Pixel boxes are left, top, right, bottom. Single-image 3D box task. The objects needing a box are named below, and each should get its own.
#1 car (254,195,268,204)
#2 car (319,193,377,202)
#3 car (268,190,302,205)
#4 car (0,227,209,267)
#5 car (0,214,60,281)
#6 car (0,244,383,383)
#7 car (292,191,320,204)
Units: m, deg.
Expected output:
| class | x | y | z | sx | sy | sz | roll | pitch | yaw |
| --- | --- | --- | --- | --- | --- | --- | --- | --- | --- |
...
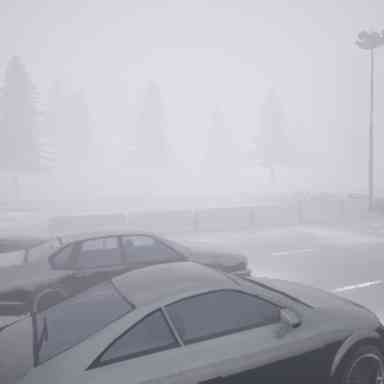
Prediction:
| class | x | y | z | sx | sy | sz | roll | pitch | yaw |
| --- | --- | --- | --- | --- | --- | --- | --- | --- | --- |
| car | 9.648 | 0.664 | 39.088 | 4.718 | 1.301 | 1.895 | -2 | 1 | -25 |
| car | 14.026 | 0.793 | 29.547 | 4.718 | 1.301 | 1.895 | -2 | 1 | -25 |
| car | 11.166 | 0.582 | 35.932 | 5.008 | 1.535 | 1.882 | -2 | 1 | -25 |
| car | -1.451 | 1.442 | 6.752 | 5.357 | 1.411 | 2.033 | -1 | 1 | -25 |
| car | -5.912 | 1.426 | 8.274 | 4.674 | 1.442 | 1.812 | -1 | 1 | -29 |
| car | 0.122 | 1.501 | 3.538 | 4.181 | 1.385 | 1.994 | -1 | 1 | -26 |
| car | 12.566 | 0.750 | 32.727 | 4.718 | 1.301 | 1.895 | -2 | 1 | -25 |
